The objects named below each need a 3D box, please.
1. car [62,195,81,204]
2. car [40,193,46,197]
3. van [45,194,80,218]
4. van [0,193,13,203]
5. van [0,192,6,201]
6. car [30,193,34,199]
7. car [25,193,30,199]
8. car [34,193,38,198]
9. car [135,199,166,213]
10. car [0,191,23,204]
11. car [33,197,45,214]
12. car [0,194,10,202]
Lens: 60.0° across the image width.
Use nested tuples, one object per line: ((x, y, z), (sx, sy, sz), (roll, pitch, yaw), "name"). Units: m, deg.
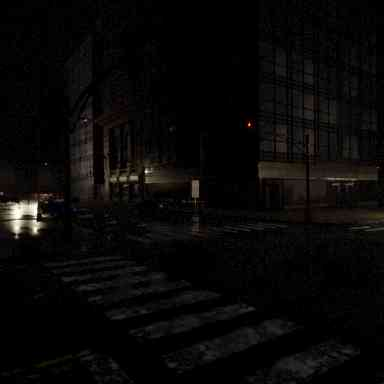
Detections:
((-20.662, 1.208, 57.016), (1.887, 1.381, 4.507), (0, 1, -35), "car")
((-30.475, 1.133, 70.833), (1.802, 1.307, 4.206), (0, 1, -35), "car")
((-11.257, 1.276, 29.050), (1.690, 1.788, 3.998), (-1, 1, -35), "van")
((-34.153, 1.041, 61.287), (1.690, 1.788, 3.998), (0, 1, -35), "van")
((-40.694, 0.965, 70.497), (1.690, 1.788, 3.998), (0, 1, -35), "van")
((-37.017, 0.916, 80.041), (1.967, 1.590, 4.097), (0, 1, -35), "car")
((-40.288, 0.989, 84.648), (2.008, 1.369, 4.403), (0, 1, -35), "car")
((-33.746, 1.064, 75.438), (2.008, 1.369, 4.403), (0, 1, -35), "car")
((-4.306, 1.390, 33.988), (1.947, 1.339, 4.313), (-1, 1, -35), "car")
((-30.882, 1.052, 56.682), (2.192, 1.841, 5.009), (0, 1, -35), "car")
((-14.527, 1.487, 33.657), (1.802, 1.307, 4.206), (-1, 1, -35), "car")
((-37.423, 1.206, 65.894), (1.887, 1.381, 4.507), (0, 1, -35), "car")
